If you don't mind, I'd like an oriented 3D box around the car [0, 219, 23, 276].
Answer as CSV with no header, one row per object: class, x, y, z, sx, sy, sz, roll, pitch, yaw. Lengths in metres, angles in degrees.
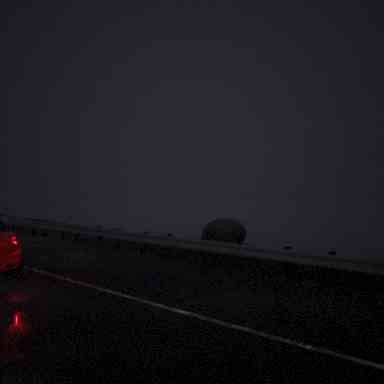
car,-6.588,1.299,9.069,4.553,1.767,2.097,0,0,38
